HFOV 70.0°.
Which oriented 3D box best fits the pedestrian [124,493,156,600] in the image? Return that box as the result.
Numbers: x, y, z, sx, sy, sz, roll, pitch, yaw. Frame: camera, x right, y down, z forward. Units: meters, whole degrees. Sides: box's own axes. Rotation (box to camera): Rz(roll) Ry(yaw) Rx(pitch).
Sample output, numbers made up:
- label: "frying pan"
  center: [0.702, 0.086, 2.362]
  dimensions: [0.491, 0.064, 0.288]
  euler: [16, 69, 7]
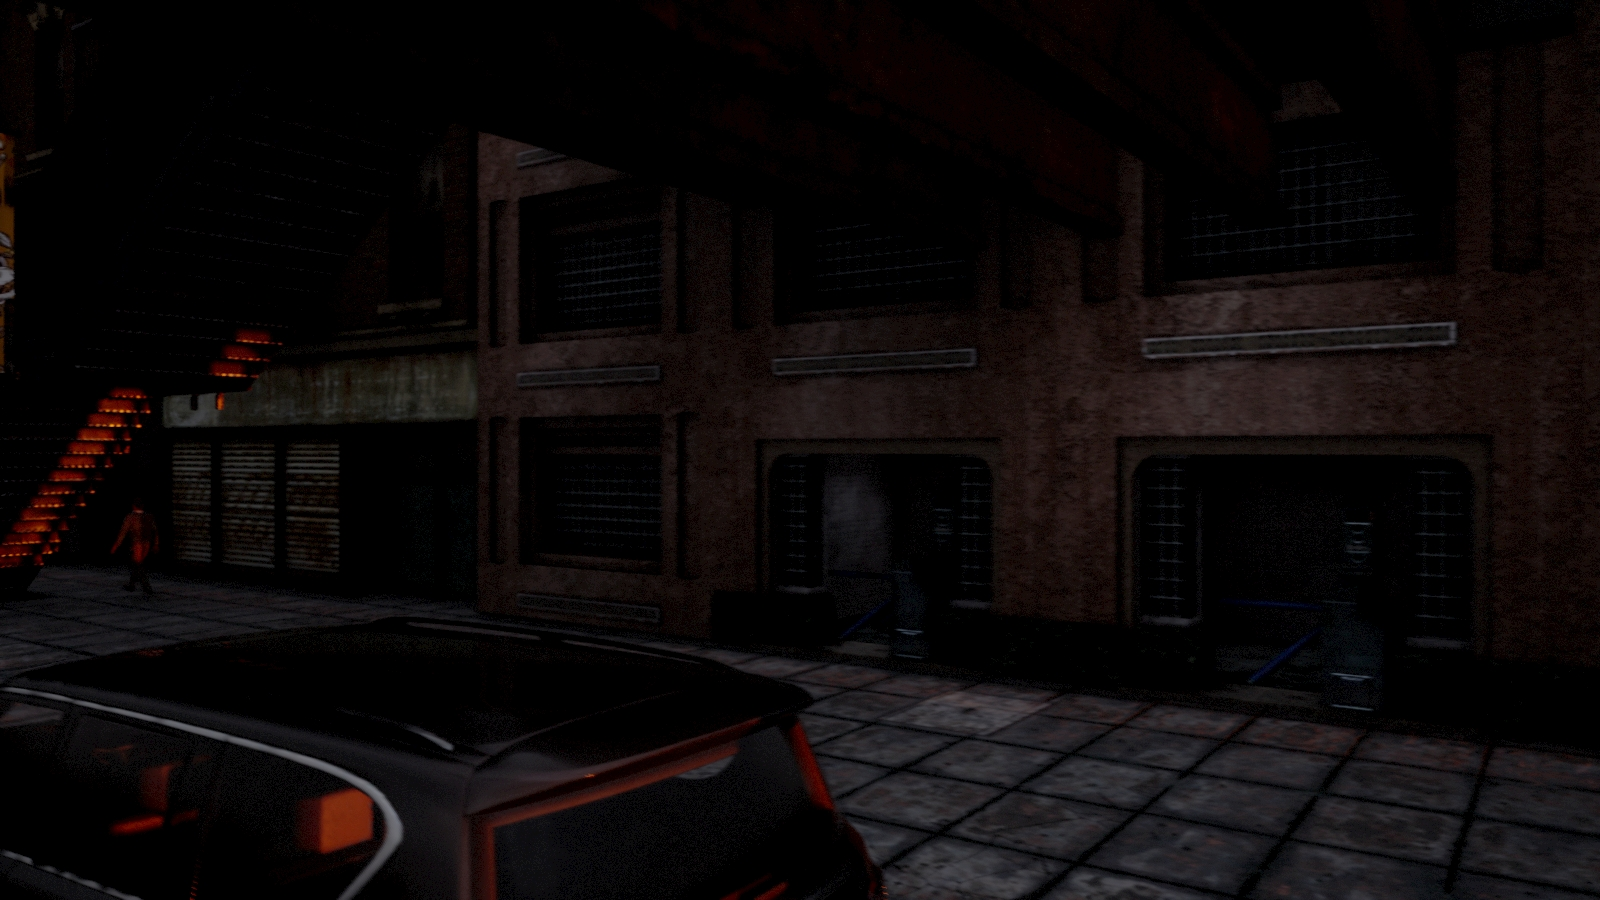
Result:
- label: "pedestrian"
  center: [-11.680, 1.696, 20.219]
  dimensions: [0.375, 1.860, 0.375]
  euler: [0, 0, 34]
